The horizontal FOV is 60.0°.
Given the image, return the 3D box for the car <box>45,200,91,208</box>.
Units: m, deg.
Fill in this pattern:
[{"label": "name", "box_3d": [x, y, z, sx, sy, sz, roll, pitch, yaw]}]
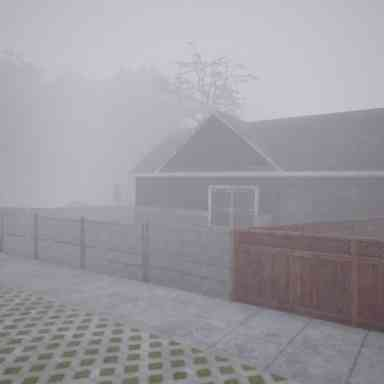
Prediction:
[{"label": "car", "box_3d": [-11.508, 1.528, 30.979, 1.812, 1.442, 4.674, 2, 1, 35]}]
